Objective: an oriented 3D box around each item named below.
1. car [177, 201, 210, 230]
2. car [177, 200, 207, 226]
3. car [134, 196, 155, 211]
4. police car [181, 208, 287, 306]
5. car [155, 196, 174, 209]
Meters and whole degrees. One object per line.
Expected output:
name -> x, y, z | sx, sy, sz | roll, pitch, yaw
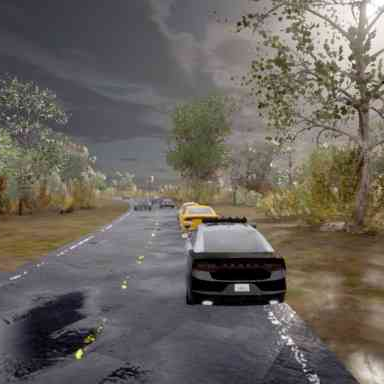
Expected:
car -> 0.313, 1.476, 18.204 | 1.882, 1.535, 5.008 | 0, 0, -4
car -> -0.141, 1.453, 24.425 | 1.801, 1.575, 5.366 | 0, 0, -5
car -> -5.852, 1.349, 39.826 | 2.097, 1.767, 4.553 | 0, 0, -8
police car -> 0.774, 1.424, 8.246 | 1.930, 1.638, 5.238 | 0, 0, -2
car -> -3.577, 1.542, 46.143 | 2.033, 1.411, 5.357 | 0, 0, -9
